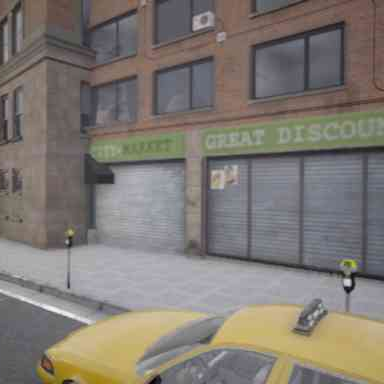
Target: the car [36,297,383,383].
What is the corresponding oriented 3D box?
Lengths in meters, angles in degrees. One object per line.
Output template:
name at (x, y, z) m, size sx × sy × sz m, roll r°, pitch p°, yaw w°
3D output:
car at (0.659, 1.518, 2.602) m, size 4.829 × 1.417 × 1.752 m, roll 0°, pitch 1°, yaw 35°
